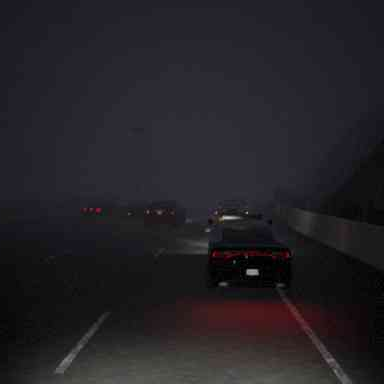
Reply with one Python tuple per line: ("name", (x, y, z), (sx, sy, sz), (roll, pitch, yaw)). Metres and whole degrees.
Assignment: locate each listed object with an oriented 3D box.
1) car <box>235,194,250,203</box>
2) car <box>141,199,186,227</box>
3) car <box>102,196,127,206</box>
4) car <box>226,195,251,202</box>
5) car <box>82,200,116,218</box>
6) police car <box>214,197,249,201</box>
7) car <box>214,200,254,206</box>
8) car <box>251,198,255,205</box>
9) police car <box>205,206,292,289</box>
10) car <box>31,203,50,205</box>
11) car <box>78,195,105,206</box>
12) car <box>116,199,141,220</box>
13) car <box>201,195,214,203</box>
("car", (10.453, 1.335, 68.935), (2.097, 1.767, 4.553), (0, 0, 20))
("car", (-1.700, 1.346, 22.852), (2.097, 1.767, 4.553), (0, 0, 8))
("car", (-12.819, 1.491, 55.086), (1.837, 1.490, 4.892), (0, 0, 17))
("car", (6.485, 1.479, 46.162), (2.128, 1.511, 4.902), (0, 0, 17))
("car", (-7.866, 1.539, 30.151), (2.033, 1.411, 5.357), (0, 0, 11))
("police car", (2.908, 1.419, 23.899), (1.930, 1.638, 5.238), (0, 0, 8))
("car", (2.210, 1.450, 18.531), (1.801, 1.575, 5.366), (0, 0, 6))
("car", (9.307, 1.549, 55.868), (1.994, 1.385, 4.181), (0, 0, 20))
("police car", (1.390, 1.423, 9.333), (1.930, 1.638, 5.238), (0, 0, 4))
("car", (-24.512, 1.463, 52.203), (1.882, 1.535, 5.008), (0, 0, 15))
("car", (-16.529, 1.336, 54.801), (2.097, 1.767, 4.553), (0, 0, 16))
("car", (-4.468, 1.518, 28.092), (1.812, 1.442, 4.674), (0, 0, 10))
("car", (3.345, 1.458, 69.960), (1.882, 1.535, 5.008), (0, 0, 20))
